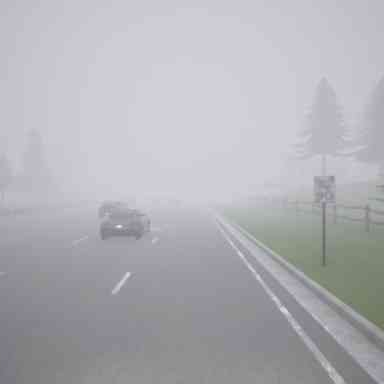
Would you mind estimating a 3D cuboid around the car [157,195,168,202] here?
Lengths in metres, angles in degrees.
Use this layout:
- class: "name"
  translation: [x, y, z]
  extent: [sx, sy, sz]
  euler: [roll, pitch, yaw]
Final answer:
- class: "car"
  translation: [-7.011, 1.618, 79.736]
  extent: [2.128, 1.511, 4.902]
  euler: [0, 0, 0]

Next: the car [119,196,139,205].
- class: "car"
  translation: [-10.407, 1.665, 55.472]
  extent: [1.895, 1.301, 4.718]
  euler: [0, 0, 0]

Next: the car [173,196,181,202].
- class: "car"
  translation: [-3.511, 1.616, 79.818]
  extent: [1.812, 1.442, 4.674]
  euler: [0, 0, 0]

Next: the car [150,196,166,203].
- class: "car"
  translation: [-7.008, 1.606, 69.962]
  extent: [2.128, 1.511, 4.902]
  euler: [0, 0, 0]

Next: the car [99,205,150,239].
- class: "car"
  translation: [-3.403, 1.585, 17.548]
  extent: [1.994, 1.385, 4.181]
  euler: [0, 0, 0]

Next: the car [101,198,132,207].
- class: "car"
  translation: [-6.904, 1.541, 29.596]
  extent: [1.837, 1.490, 4.892]
  euler: [0, 0, 0]

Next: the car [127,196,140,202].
- class: "car"
  translation: [-14.011, 1.618, 79.616]
  extent: [2.128, 1.511, 4.902]
  euler: [0, 0, 0]

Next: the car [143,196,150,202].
- class: "car"
  translation: [-10.511, 1.631, 78.527]
  extent: [2.033, 1.411, 5.357]
  euler: [0, 0, 0]

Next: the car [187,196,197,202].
- class: "car"
  translation: [-0.010, 1.589, 77.335]
  extent: [1.837, 1.490, 4.892]
  euler: [0, 0, 0]

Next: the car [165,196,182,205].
- class: "car"
  translation: [-3.408, 1.636, 62.417]
  extent: [1.994, 1.385, 4.181]
  euler: [0, 0, 0]
